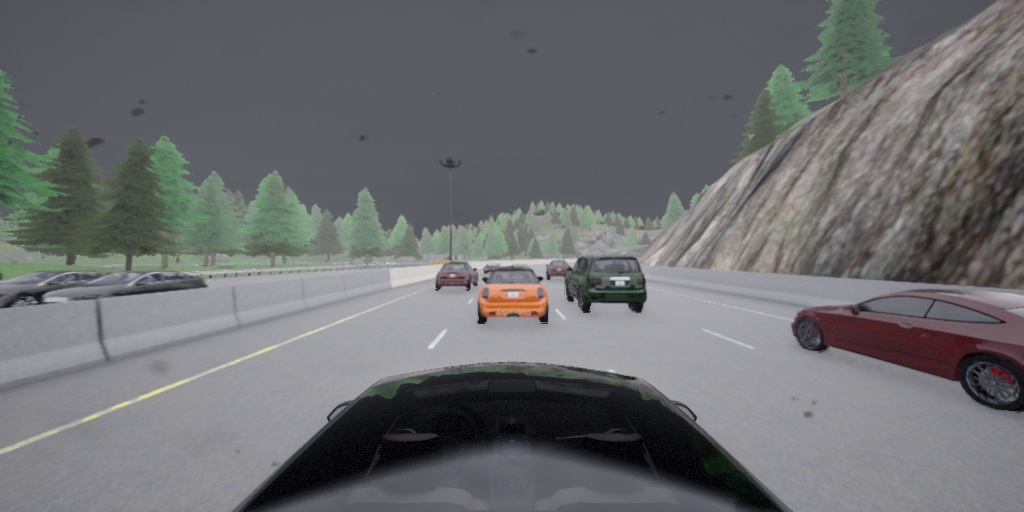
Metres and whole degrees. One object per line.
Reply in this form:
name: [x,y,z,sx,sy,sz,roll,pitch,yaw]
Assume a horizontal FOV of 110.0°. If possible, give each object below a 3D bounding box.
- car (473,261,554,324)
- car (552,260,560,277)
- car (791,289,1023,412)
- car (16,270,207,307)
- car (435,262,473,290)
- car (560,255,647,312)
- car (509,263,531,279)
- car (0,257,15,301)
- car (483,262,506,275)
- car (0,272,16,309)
car: [0.026,1.123,12.276,2.097,1.767,4.553,0,0,0]
car: [4.196,1.154,32.619,2.097,1.767,4.553,0,0,5]
car: [7.076,1.266,5.928,1.812,1.442,4.674,0,0,0]
car: [-14.146,1.301,13.510,2.128,1.511,4.902,0,0,0]
car: [-3.362,1.153,22.745,2.097,1.767,4.553,0,0,2]
car: [3.516,0.988,14.360,2.150,2.045,5.566,0,0,0]
car: [0.850,1.415,34.817,1.895,1.301,4.718,0,0,5]
car: [-24.661,1.060,14.242,2.150,2.045,5.566,0,0,0]
car: [-1.972,1.435,41.172,1.895,1.301,4.718,0,0,7]
car: [-17.646,1.311,13.804,2.128,1.511,4.902,0,0,0]
